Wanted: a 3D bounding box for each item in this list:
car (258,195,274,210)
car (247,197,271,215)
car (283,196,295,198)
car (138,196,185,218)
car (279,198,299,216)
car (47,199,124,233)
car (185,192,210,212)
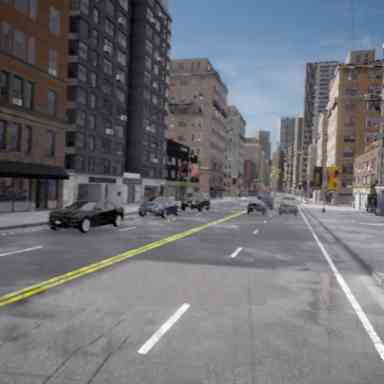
[{"bbox_3d":[10.524,1.429,47.752,2.150,2.045,5.566,3,1,17],"label":"car"},{"bbox_3d":[7.191,1.628,36.476,1.837,1.490,4.892,3,0,17],"label":"car"},{"bbox_3d":[13.817,1.581,47.412,2.150,2.045,5.566,3,1,17],"label":"car"},{"bbox_3d":[-2.563,1.081,26.911,2.097,1.767,4.553,3,0,17],"label":"car"},{"bbox_3d":[10.537,1.769,36.318,2.128,1.511,4.902,3,0,17],"label":"car"},{"bbox_3d":[-5.371,1.130,17.507,1.882,1.535,5.008,3,0,17],"label":"car"},{"bbox_3d":[0.523,1.034,37.154,2.150,2.045,5.566,3,0,17],"label":"car"}]
